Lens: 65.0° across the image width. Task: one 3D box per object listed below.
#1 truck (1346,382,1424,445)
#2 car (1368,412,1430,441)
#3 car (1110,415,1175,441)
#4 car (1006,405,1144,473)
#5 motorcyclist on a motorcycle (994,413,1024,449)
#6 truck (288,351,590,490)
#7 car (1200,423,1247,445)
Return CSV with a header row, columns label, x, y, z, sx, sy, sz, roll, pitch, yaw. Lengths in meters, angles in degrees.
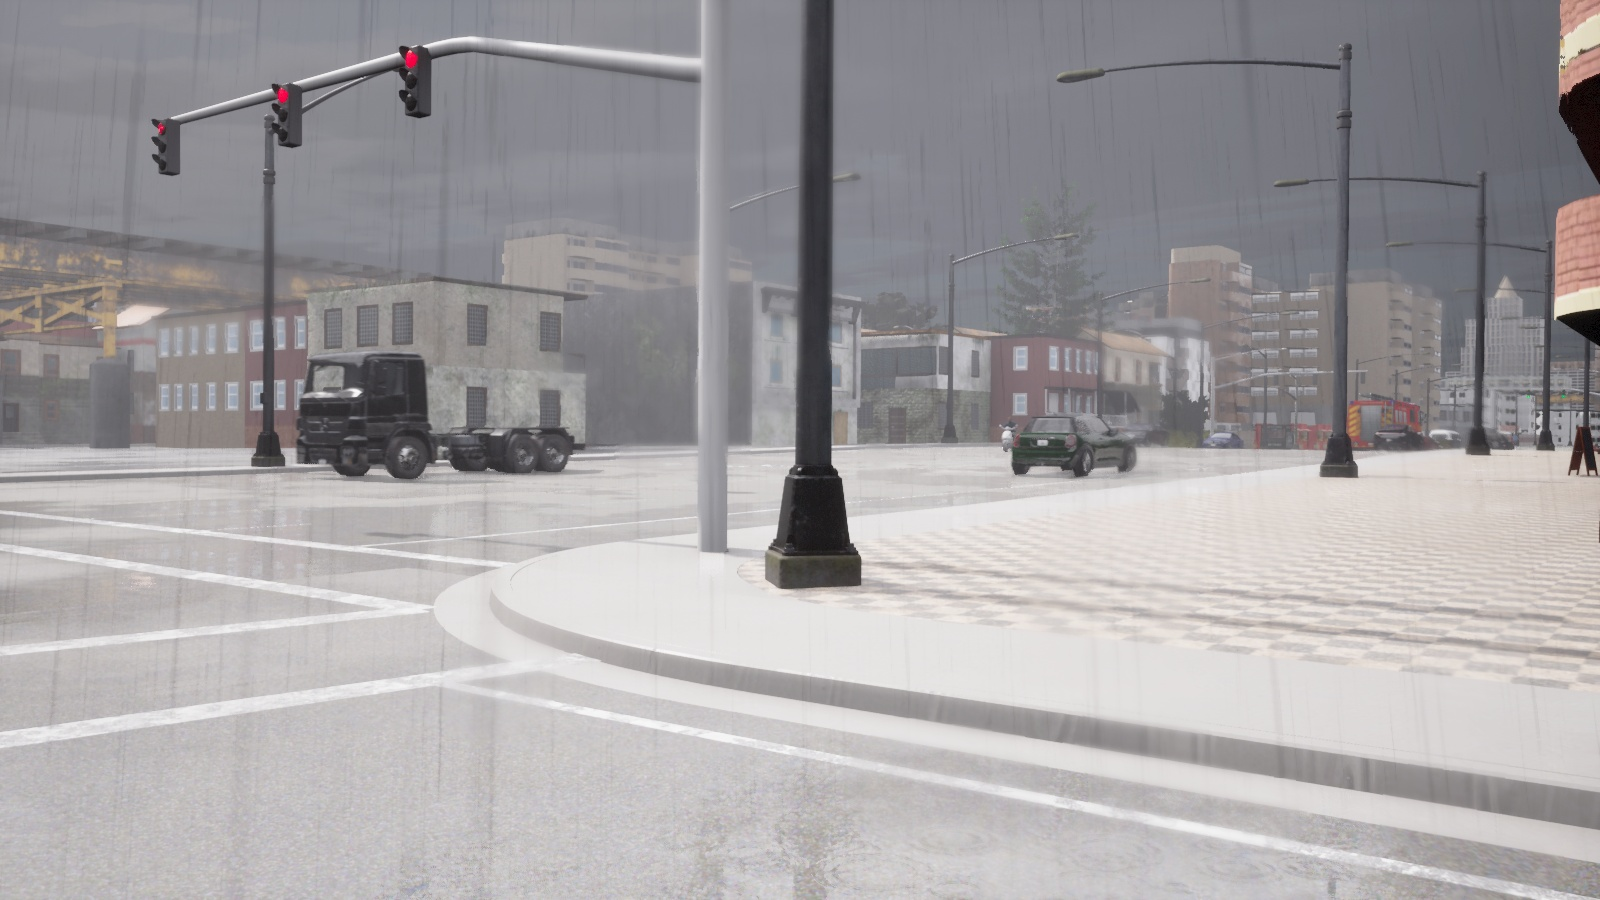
label,x,y,z,sx,sy,sz,roll,pitch,yaw
truck,38.298,-2.272,82.019,2.891,3.827,8.468,0,-1,37
car,32.961,-1.276,69.049,2.128,1.511,4.902,0,0,37
car,20.829,-1.289,76.205,2.128,1.511,4.902,0,0,37
car,7.839,-0.361,35.505,2.097,1.767,4.553,0,2,37
motorcyclist on a motorcycle,9.358,-0.869,56.204,0.866,1.590,1.817,0,2,23
truck,-9.848,-0.851,35.243,2.891,3.462,7.936,0,2,37
car,29.735,-1.091,88.097,1.812,1.442,4.674,0,-1,37
